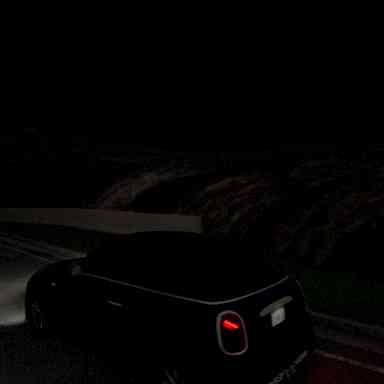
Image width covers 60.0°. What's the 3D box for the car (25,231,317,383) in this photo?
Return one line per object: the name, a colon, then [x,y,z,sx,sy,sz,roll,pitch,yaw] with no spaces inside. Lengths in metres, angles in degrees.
car: [-0.658,1.382,5.006,4.553,1.767,2.097,0,-1,41]
